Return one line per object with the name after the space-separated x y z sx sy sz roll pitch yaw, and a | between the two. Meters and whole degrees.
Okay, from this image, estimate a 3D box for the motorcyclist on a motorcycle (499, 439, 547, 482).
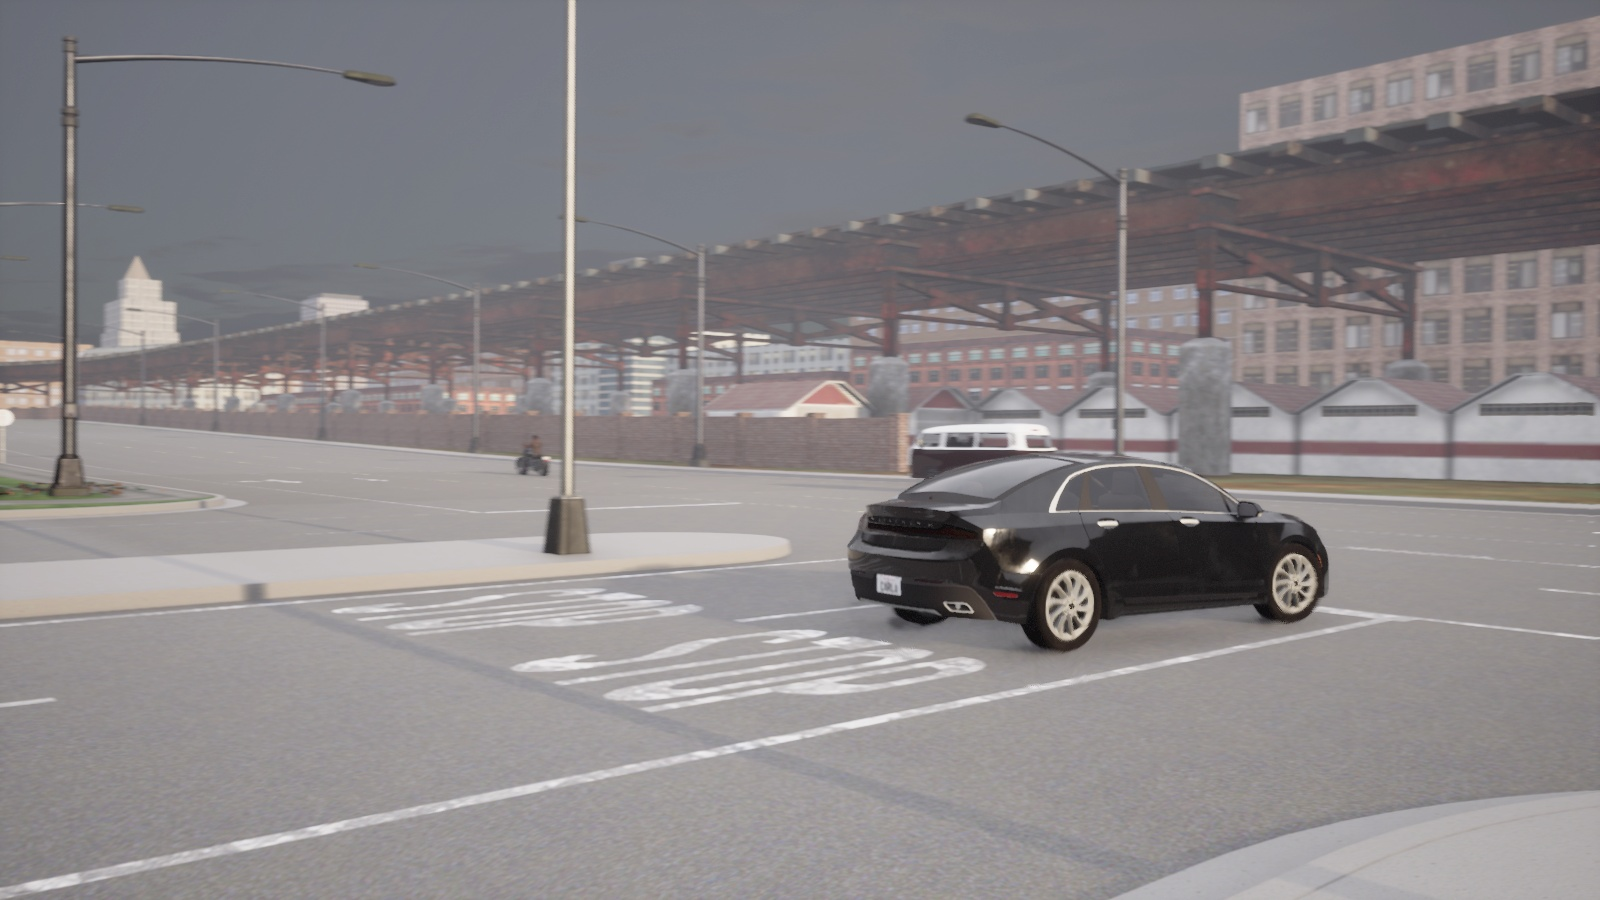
-10.807 0.399 48.887 0.766 1.649 2.350 -1 1 -41 | motorcyclist on a motorcycle

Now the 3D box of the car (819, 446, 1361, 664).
2.698 0.744 11.090 4.892 1.490 1.837 -1 0 -35 | car

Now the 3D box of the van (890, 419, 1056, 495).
4.930 0.169 36.232 2.069 2.038 4.480 -1 1 -41 | van
